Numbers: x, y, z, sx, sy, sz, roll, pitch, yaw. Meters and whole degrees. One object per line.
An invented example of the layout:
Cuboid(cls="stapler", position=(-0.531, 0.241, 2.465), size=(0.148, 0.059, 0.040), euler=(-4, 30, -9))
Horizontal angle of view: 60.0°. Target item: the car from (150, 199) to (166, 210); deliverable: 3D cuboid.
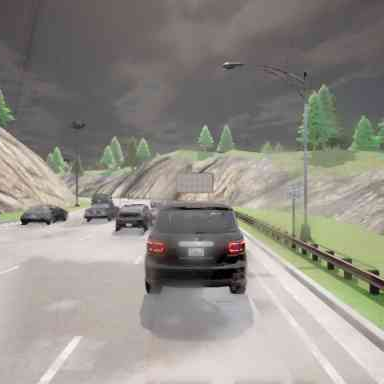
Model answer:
Cuboid(cls="car", position=(-4.499, 1.600, 43.430), size=(1.895, 1.301, 4.718), euler=(0, 0, -7))

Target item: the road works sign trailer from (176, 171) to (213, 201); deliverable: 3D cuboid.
Cuboid(cls="road works sign trailer", position=(0.190, 0.464, 21.622), size=(2.380, 3.560, 2.880), euler=(0, 0, 0))

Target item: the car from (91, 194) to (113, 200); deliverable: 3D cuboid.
Cuboid(cls="car", position=(-11.325, 1.222, 41.860), size=(2.150, 2.045, 5.566), euler=(0, 0, -7))

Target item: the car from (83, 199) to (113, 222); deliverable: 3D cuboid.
Cuboid(cls="car", position=(-6.956, 1.546, 26.518), size=(2.033, 1.411, 5.357), euler=(0, 0, 1))

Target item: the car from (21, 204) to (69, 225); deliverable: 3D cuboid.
Cuboid(cls="car", position=(-10.434, 1.563, 23.859), size=(1.994, 1.385, 4.181), euler=(0, 0, 0))

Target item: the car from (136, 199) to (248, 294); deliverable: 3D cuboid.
Cuboid(cls="car", position=(0.088, 1.221, 8.909), size=(2.150, 2.045, 5.566), euler=(0, 0, 0))

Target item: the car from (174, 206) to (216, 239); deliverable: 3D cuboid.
Cuboid(cls="car", position=(0.121, 1.557, 18.126), size=(1.994, 1.385, 4.181), euler=(0, 0, -1))

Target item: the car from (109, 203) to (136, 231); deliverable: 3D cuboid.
Cuboid(cls="car", position=(-3.423, 1.506, 20.466), size=(1.837, 1.490, 4.892), euler=(0, 0, 0))
